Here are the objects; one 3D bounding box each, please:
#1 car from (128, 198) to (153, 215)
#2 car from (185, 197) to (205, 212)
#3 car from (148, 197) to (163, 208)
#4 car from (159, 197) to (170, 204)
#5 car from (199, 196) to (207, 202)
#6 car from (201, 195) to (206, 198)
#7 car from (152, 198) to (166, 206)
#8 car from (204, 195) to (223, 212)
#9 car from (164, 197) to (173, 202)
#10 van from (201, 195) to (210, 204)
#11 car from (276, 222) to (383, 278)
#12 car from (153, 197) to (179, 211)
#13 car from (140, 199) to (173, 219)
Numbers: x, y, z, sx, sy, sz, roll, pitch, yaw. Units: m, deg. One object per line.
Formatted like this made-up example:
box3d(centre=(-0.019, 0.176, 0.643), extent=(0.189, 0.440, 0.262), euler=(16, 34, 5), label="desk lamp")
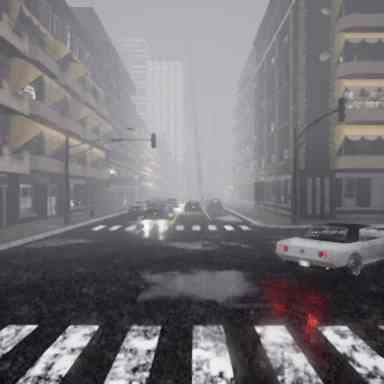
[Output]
box3d(centre=(-5.657, 1.619, 35.066), extent=(2.008, 1.369, 4.403), euler=(0, 0, 0), label="car")
box3d(centre=(0.146, 1.643, 39.444), extent=(1.994, 1.385, 4.181), euler=(0, 0, 0), label="car")
box3d(centre=(-5.640, 1.548, 51.649), extent=(1.967, 1.590, 4.097), euler=(-1, 0, 0), label="car")
box3d(centre=(-5.620, 1.676, 68.063), extent=(1.752, 1.417, 4.829), euler=(-1, 0, 0), label="car")
box3d(centre=(2.780, 1.743, 84.802), extent=(1.887, 1.381, 4.507), euler=(-1, 0, 0), label="car")
box3d(centre=(2.749, 1.673, 57.162), extent=(2.008, 1.369, 4.403), euler=(-1, 0, 0), label="car")
box3d(centre=(-5.632, 1.704, 57.177), extent=(1.802, 1.307, 4.206), euler=(-1, 0, 0), label="car")
box3d(centre=(2.728, 1.522, 40.579), extent=(1.967, 1.590, 4.097), euler=(-1, 0, 0), label="car")
box3d(centre=(-5.606, 1.764, 79.289), extent=(1.802, 1.307, 4.206), euler=(-1, 0, 0), label="car")
box3d(centre=(2.759, 1.492, 68.218), extent=(1.690, 1.788, 3.998), euler=(-1, 0, 0), label="van")
box3d(centre=(4.860, 1.592, 10.236), extent=(4.718, 1.301, 1.895), euler=(-1, 0, -35), label="car")
box3d(centre=(-3.032, 1.625, 38.784), extent=(2.033, 1.411, 5.357), euler=(0, 0, 1), label="car")
box3d(centre=(-3.060, 1.620, 29.397), extent=(1.994, 1.385, 4.181), euler=(0, 0, 0), label="car")
